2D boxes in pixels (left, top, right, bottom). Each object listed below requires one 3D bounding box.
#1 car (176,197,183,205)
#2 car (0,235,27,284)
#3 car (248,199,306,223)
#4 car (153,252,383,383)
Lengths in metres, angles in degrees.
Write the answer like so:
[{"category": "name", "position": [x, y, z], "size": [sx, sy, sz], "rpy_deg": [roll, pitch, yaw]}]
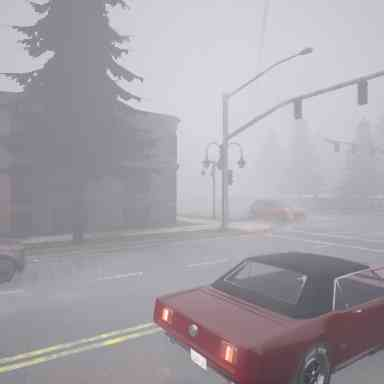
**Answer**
[{"category": "car", "position": [-3.374, 1.526, 60.065], "size": [1.812, 1.442, 4.674], "rpy_deg": [0, 0, -33]}, {"category": "car", "position": [-6.321, 1.564, 8.015], "size": [4.181, 1.385, 1.994], "rpy_deg": [0, 0, -35]}, {"category": "car", "position": [6.500, 1.352, 25.635], "size": [2.097, 1.767, 4.553], "rpy_deg": [0, 0, -33]}, {"category": "car", "position": [1.919, 1.601, 5.001], "size": [4.718, 1.301, 1.895], "rpy_deg": [0, 0, -34]}]
